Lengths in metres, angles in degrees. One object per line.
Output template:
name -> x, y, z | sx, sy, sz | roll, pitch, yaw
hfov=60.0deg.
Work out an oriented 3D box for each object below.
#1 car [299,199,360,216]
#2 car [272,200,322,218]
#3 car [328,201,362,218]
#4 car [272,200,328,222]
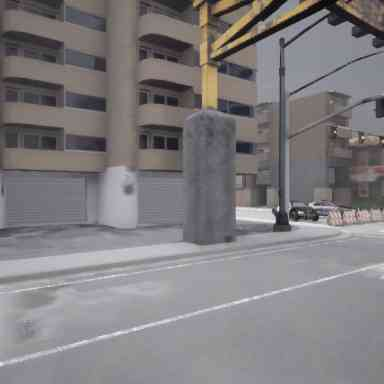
car -> 11.757, 1.295, 28.613 | 4.536, 1.218, 1.853 | 0, 0, 34
car -> 8.215, 1.295, 26.485 | 1.853, 1.218, 4.536 | 0, 0, -11
car -> 11.800, 1.453, 28.584 | 4.974, 1.542, 2.038 | 0, 0, 34
car -> 8.225, 1.453, 26.434 | 2.038, 1.542, 4.974 | 0, 0, -11
